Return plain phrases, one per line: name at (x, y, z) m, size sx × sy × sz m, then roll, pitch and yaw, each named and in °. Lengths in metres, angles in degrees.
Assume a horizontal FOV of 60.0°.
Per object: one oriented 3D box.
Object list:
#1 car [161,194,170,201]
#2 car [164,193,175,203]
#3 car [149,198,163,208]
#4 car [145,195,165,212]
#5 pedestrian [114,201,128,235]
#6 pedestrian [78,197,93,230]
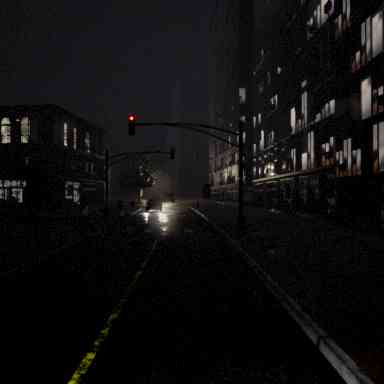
car at (-6.367, 1.335, 79.426) m, size 1.812 × 1.442 × 4.674 m, roll 0°, pitch 0°, yaw -10°
car at (-4.825, 1.208, 69.158) m, size 2.150 × 2.045 × 5.566 m, roll 0°, pitch 0°, yaw -8°
car at (-5.349, 1.590, 49.392) m, size 1.895 × 1.301 × 4.718 m, roll 0°, pitch 0°, yaw -6°
car at (-4.451, 1.471, 39.338) m, size 1.882 × 1.535 × 5.008 m, roll 0°, pitch 0°, yaw -5°
pedestrian at (-3.750, 1.294, 17.588) m, size 0.375 × 1.860 × 0.375 m, roll 1°, pitch -1°, yaw -2°
pedestrian at (-5.899, 1.135, 18.421) m, size 0.375 × 1.860 × 0.375 m, roll 1°, pitch -1°, yaw -2°
